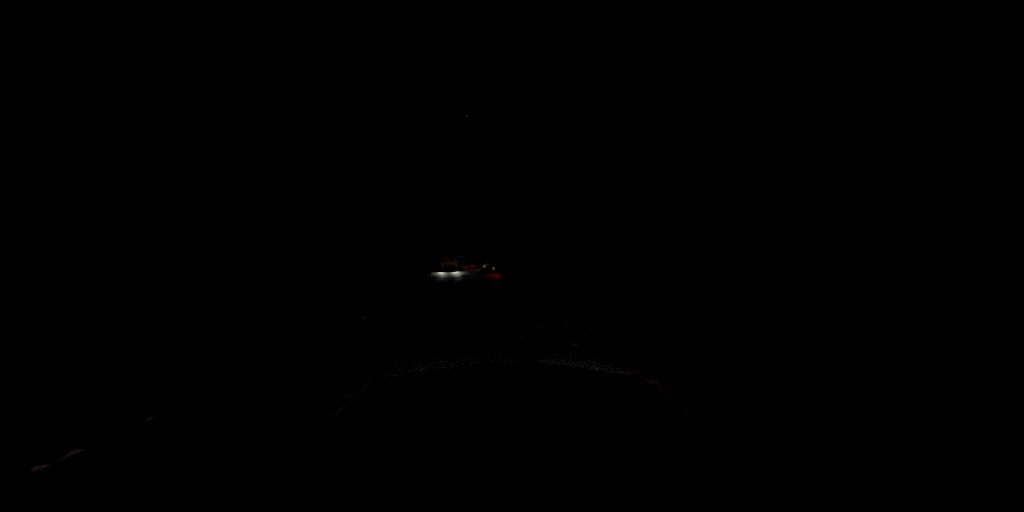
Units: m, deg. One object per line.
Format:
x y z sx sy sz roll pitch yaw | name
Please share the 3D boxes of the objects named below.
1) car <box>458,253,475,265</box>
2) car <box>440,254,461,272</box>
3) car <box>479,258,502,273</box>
-6.840 0.577 55.734 2.128 1.511 4.902 -1 1 -11 | car
-7.115 0.898 40.713 1.882 1.535 5.008 -1 1 -11 | car
-2.229 0.915 37.264 1.837 1.490 4.892 -1 1 -10 | car
